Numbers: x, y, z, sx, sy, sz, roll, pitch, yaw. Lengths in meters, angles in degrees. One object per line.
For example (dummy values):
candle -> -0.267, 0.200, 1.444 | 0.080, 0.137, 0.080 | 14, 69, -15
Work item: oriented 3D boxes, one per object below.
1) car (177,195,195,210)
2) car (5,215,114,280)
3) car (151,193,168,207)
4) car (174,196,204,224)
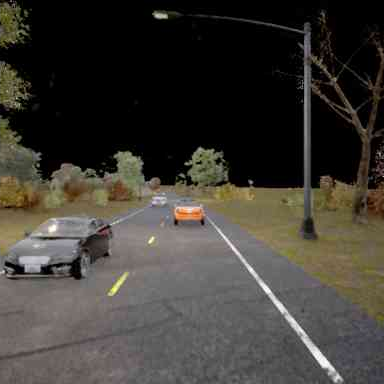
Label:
car -> -0.836, 1.312, 42.119 | 2.097, 1.767, 4.553 | 0, 0, -2
car -> -3.670, 1.489, 10.056 | 2.128, 1.511, 4.902 | 0, 0, -1
car -> -4.889, 1.170, 50.209 | 2.150, 2.045, 5.566 | 0, 0, -3
car -> -0.238, 1.335, 24.654 | 2.097, 1.767, 4.553 | 0, 0, -1
